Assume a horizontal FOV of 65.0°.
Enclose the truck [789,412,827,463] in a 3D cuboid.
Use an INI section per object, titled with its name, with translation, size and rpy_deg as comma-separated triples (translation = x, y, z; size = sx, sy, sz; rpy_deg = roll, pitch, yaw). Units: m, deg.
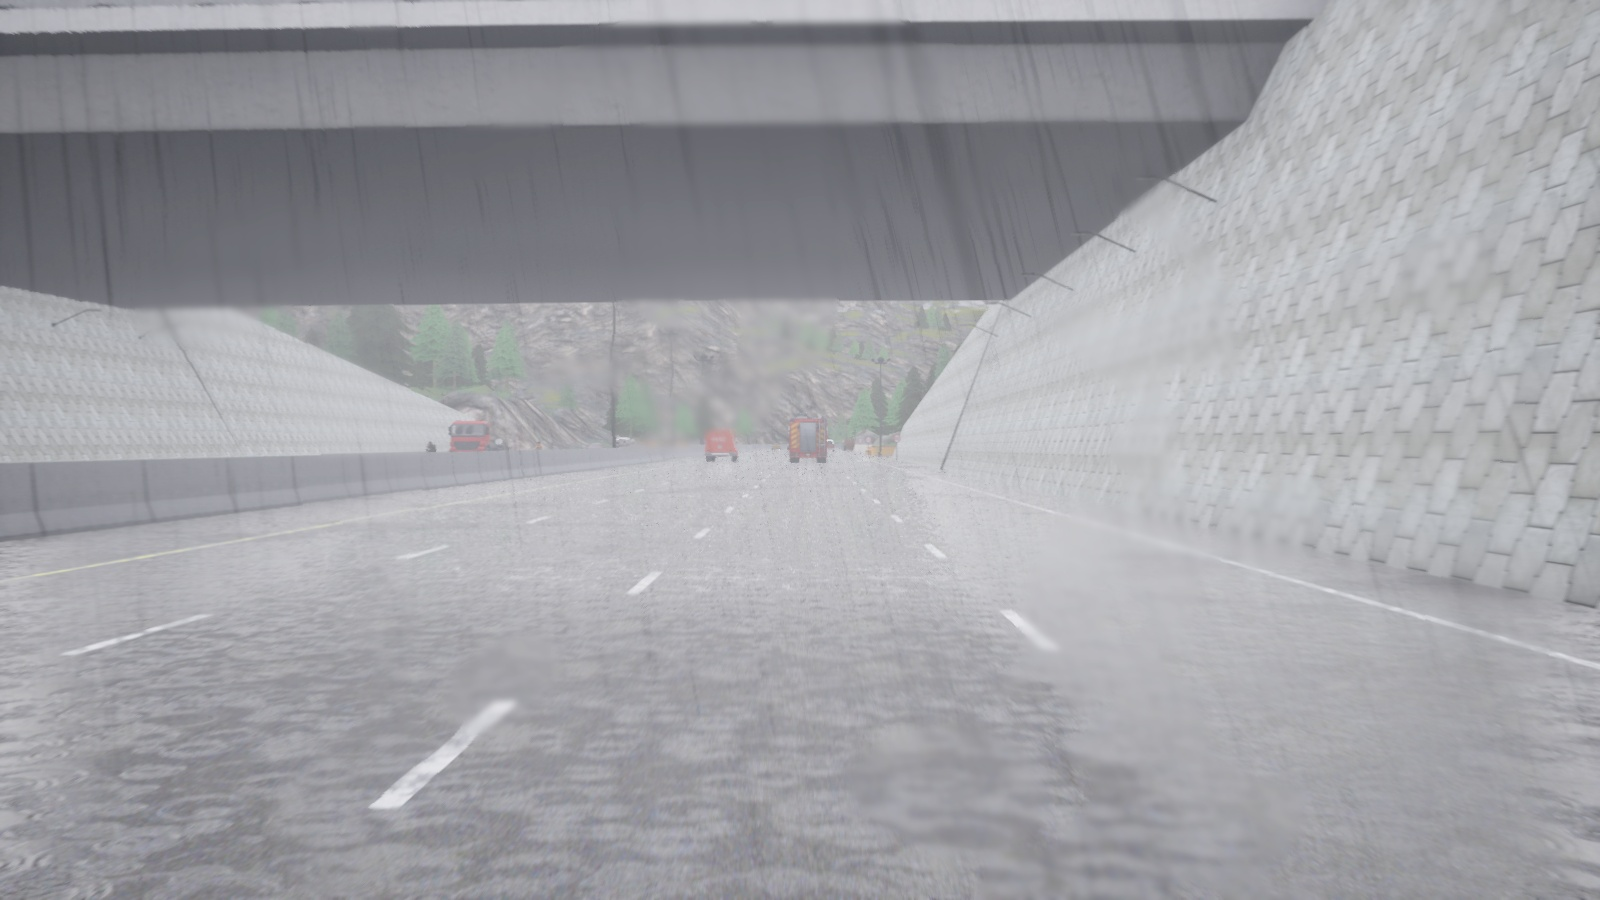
[truck]
translation = 0.630, -0.968, 98.286
size = 2.891, 3.827, 8.468
rpy_deg = 0, 0, 0
